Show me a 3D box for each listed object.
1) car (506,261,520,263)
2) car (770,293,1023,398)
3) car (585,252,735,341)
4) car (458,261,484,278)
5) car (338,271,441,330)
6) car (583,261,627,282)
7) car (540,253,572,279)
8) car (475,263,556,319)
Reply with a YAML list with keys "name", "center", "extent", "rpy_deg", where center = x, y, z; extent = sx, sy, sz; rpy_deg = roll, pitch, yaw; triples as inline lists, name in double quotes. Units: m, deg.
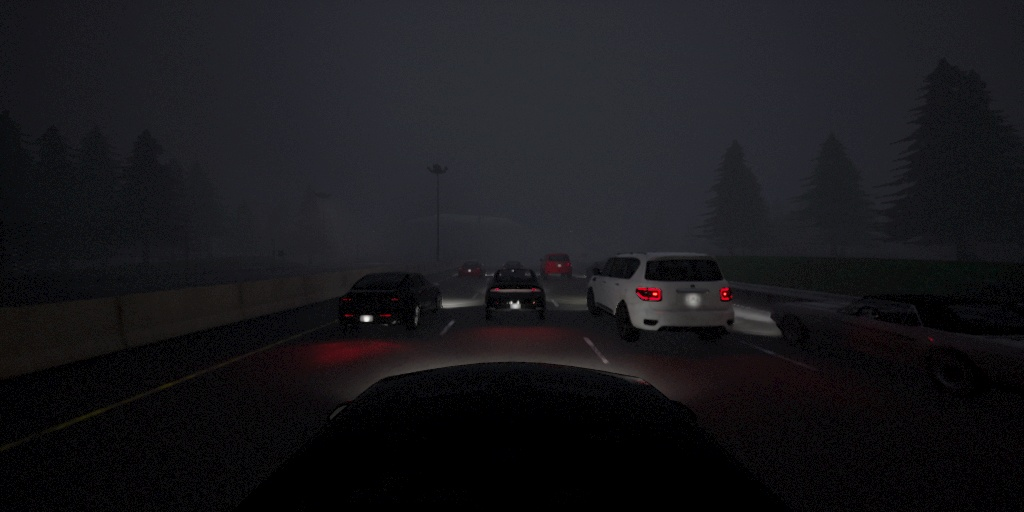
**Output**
- name: "car"
  center: [0.097, 1.135, 31.016]
  extent: [1.994, 1.385, 4.181]
  rpy_deg: [0, 0, 0]
- name: "car"
  center: [7.099, 1.322, 6.413]
  extent: [1.895, 1.301, 4.718]
  rpy_deg: [0, 0, 0]
- name: "car"
  center: [3.599, 0.921, 9.816]
  extent: [2.150, 2.045, 5.566]
  rpy_deg: [0, 0, 0]
- name: "car"
  center: [-3.403, 1.137, 30.713]
  extent: [1.994, 1.385, 4.181]
  rpy_deg: [0, 0, 0]
- name: "car"
  center: [-3.402, 1.198, 10.804]
  extent: [1.837, 1.490, 4.892]
  rpy_deg: [0, 0, 0]
- name: "car"
  center: [7.095, 1.135, 28.030]
  extent: [2.033, 1.411, 5.357]
  rpy_deg: [0, 0, 0]
- name: "car"
  center: [3.596, 0.800, 29.838]
  extent: [2.150, 2.045, 5.566]
  rpy_deg: [0, 0, 0]
- name: "car"
  center: [0.098, 1.175, 12.469]
  extent: [2.128, 1.511, 4.902]
  rpy_deg: [0, 0, 0]
